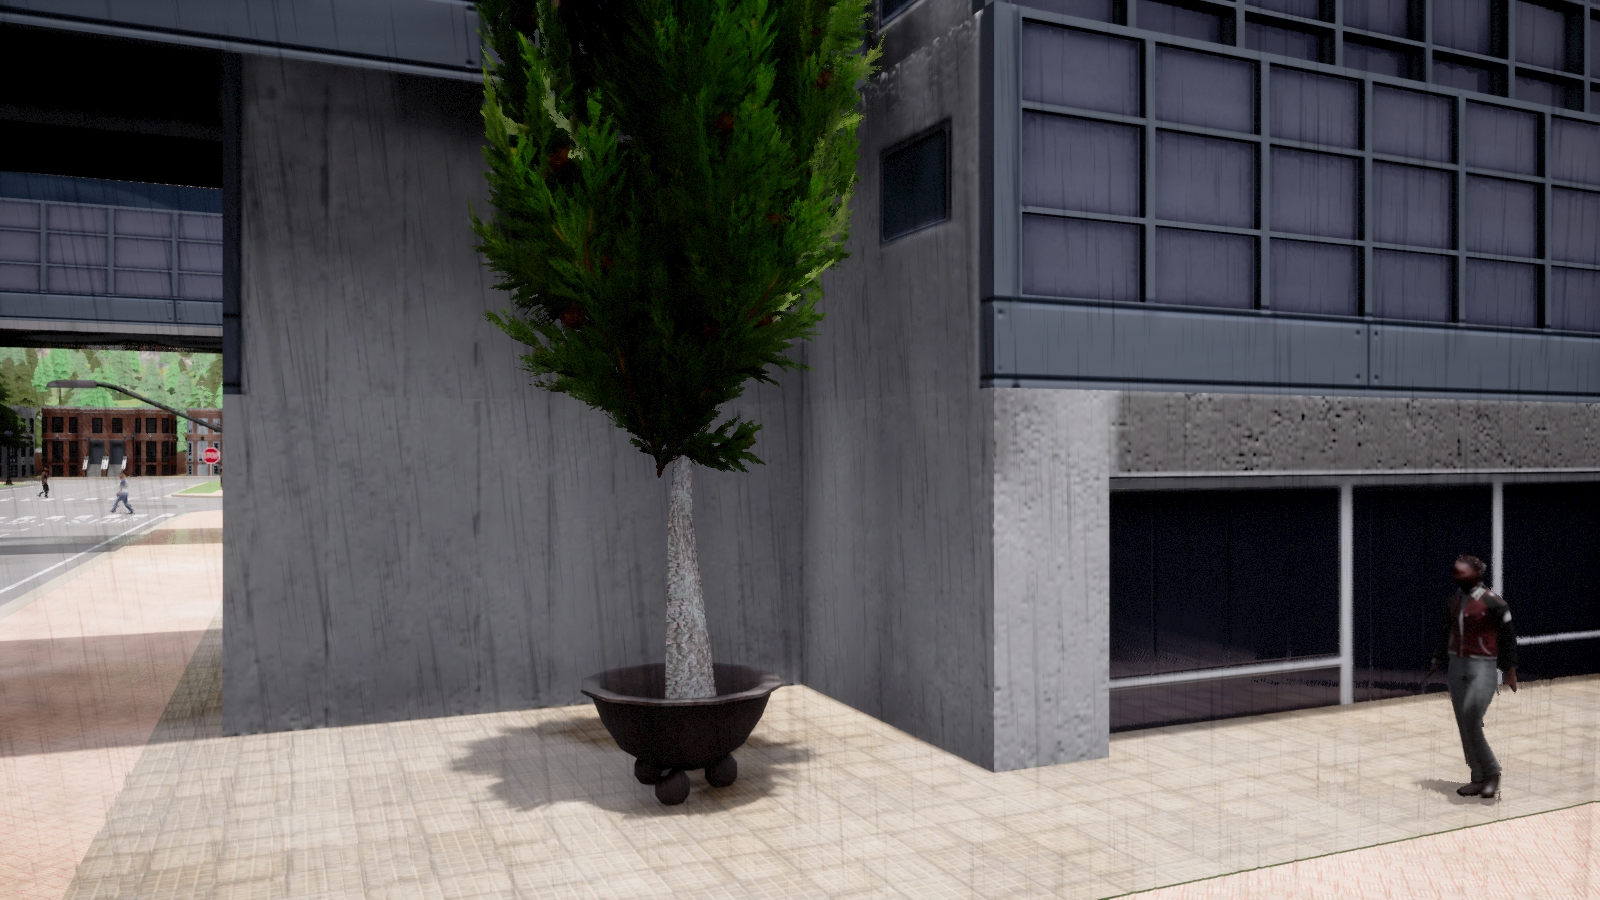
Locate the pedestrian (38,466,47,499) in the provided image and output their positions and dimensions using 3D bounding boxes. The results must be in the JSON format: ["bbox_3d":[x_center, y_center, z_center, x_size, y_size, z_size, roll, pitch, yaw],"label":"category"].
[{"bbox_3d":[-43.037,1.837,64.920,0.375,1.860,0.375,0,0,-24],"label":"pedestrian"}]

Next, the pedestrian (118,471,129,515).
[{"bbox_3d":[-29.219,1.848,49.354,0.375,1.860,0.375,0,0,-24],"label":"pedestrian"}]

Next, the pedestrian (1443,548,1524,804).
[{"bbox_3d":[5.210,1.698,8.713,0.375,1.860,0.375,0,0,-20],"label":"pedestrian"}]
